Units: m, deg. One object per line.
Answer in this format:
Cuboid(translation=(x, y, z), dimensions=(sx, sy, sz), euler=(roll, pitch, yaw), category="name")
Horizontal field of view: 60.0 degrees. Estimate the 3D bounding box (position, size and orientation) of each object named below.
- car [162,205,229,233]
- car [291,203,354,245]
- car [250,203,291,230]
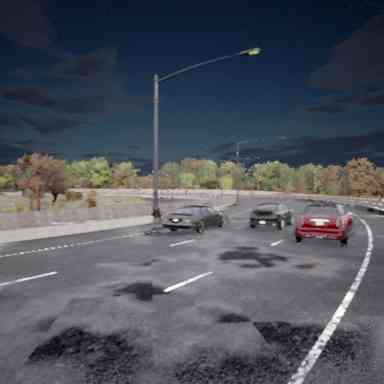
Cuboid(translation=(0.367, 1.474, 19.126), dimensions=(2.033, 1.411, 5.357), euler=(0, 0, 28), category="car")
Cuboid(translation=(6.324, 1.307, 15.611), dimensions=(2.097, 1.767, 4.553), euler=(0, 0, 29), category="car")
Cuboid(translation=(5.027, 1.437, 20.640), dimensions=(1.837, 1.490, 4.892), euler=(1, 0, 27), category="car")
